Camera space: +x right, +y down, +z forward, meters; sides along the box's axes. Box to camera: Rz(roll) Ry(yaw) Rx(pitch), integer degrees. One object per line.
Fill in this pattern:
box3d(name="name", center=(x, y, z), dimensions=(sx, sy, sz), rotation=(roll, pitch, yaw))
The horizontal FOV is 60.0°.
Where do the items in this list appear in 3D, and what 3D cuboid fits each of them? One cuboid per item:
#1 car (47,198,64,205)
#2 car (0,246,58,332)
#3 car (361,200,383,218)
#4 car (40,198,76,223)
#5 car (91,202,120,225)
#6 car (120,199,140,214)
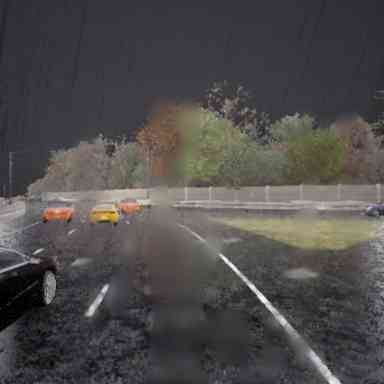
box3d(name="car", center=(-32.470, 2.180, 78.943), dimensions=(2.128, 1.511, 4.902), rotation=(0, 0, -44))
box3d(name="car", center=(-3.690, 1.544, 5.172), dimensions=(2.128, 1.511, 4.902), rotation=(0, 0, -3))
box3d(name="car", center=(17.997, 1.434, 30.395), dimensions=(4.553, 1.767, 2.097), rotation=(-1, 0, 11))
box3d(name="car", center=(-11.057, 1.582, 28.053), dimensions=(2.097, 1.767, 4.553), rotation=(0, 0, -15))
box3d(name="car", center=(-6.738, 1.671, 25.843), dimensions=(1.882, 1.535, 5.008), rotation=(0, 0, -12))
box3d(name="car", center=(-7.719, 1.636, 40.093), dimensions=(2.097, 1.767, 4.553), rotation=(0, 0, -20))
